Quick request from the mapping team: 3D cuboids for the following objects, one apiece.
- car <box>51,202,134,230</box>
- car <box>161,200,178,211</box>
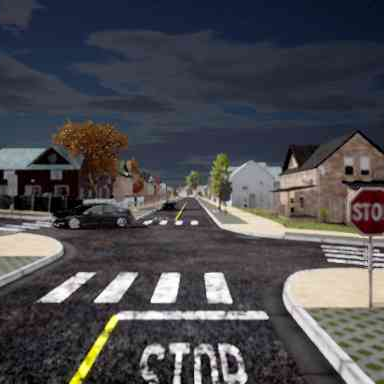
[{"bbox_3d":[-5.902,1.419,20.148,4.892,1.490,1.837,2,4,-40],"label":"car"},{"bbox_3d":[-2.766,1.719,42.559,1.994,1.385,4.181,0,0,0],"label":"car"}]
